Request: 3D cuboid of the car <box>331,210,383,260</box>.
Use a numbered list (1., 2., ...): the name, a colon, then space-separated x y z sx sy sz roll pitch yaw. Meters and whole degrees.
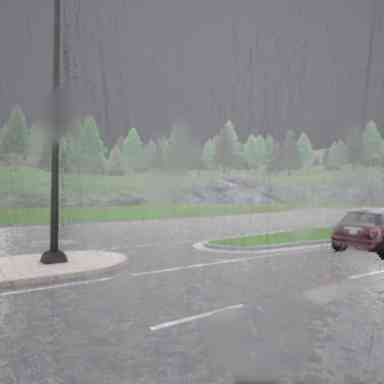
1. car: 7.674 1.498 13.145 4.553 1.767 2.097 1 0 -30
